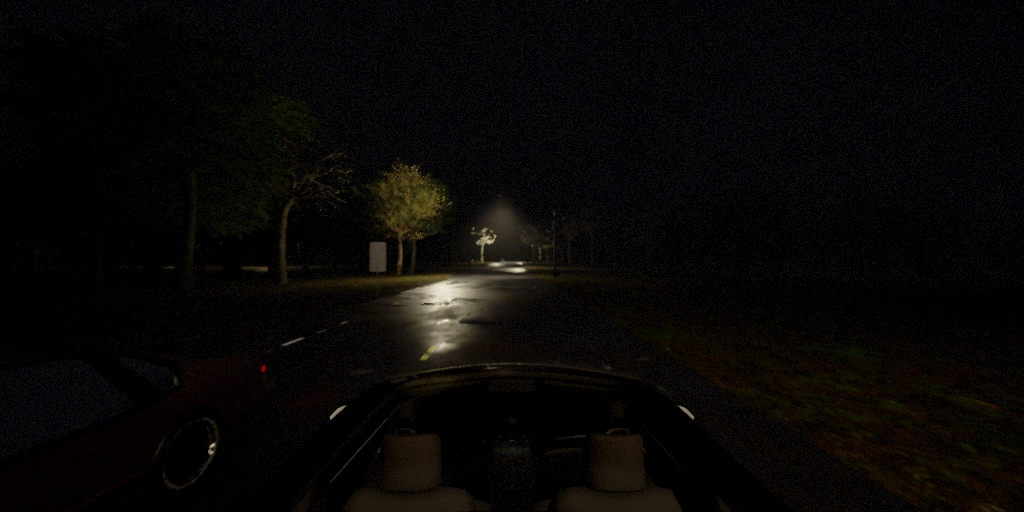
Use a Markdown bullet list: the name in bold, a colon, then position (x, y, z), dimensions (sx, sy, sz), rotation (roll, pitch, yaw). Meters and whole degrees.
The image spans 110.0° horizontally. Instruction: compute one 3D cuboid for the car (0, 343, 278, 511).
- **car**: position (-3.602, 1.298, 1.724), dimensions (2.033, 1.411, 5.357), rotation (0, -1, 0)
